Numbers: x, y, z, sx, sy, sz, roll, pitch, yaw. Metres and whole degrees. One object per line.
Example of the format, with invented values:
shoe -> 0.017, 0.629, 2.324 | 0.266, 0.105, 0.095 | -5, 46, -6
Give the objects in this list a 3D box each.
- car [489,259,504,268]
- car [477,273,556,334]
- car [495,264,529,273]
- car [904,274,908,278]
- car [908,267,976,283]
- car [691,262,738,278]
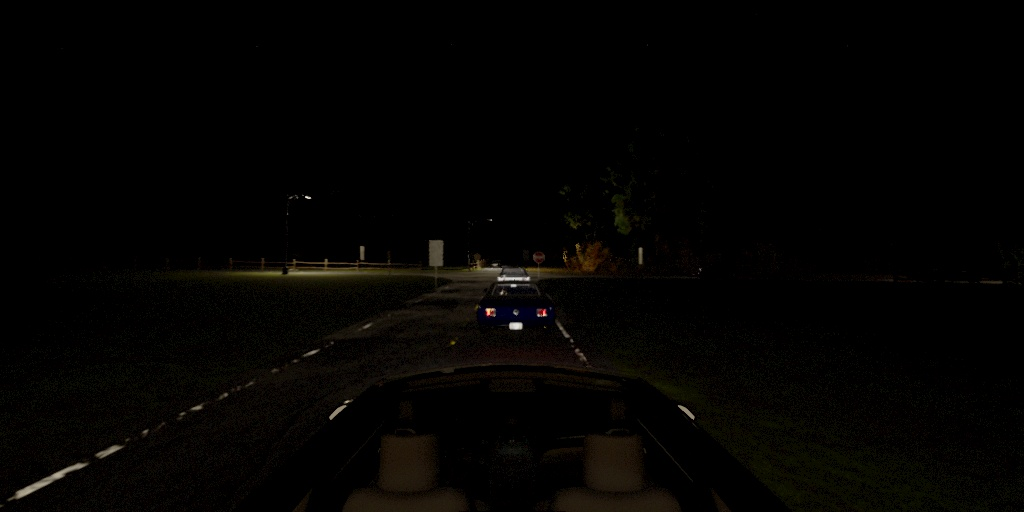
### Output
car -> -2.809, 1.320, 61.599 | 1.812, 1.442, 4.674 | 0, 0, 0
car -> 0.104, 1.352, 10.603 | 1.895, 1.301, 4.718 | 0, 0, 0
car -> 0.100, 1.356, 21.935 | 1.895, 1.301, 4.718 | 0, 0, 0
car -> 46.977, 2.059, 39.698 | 5.357, 1.411, 2.033 | 1, -1, 0
car -> 44.516, 1.905, 36.865 | 5.008, 1.535, 1.882 | 1, -1, 0
car -> 22.288, 1.494, 39.615 | 4.553, 1.767, 2.097 | 1, -1, -1
